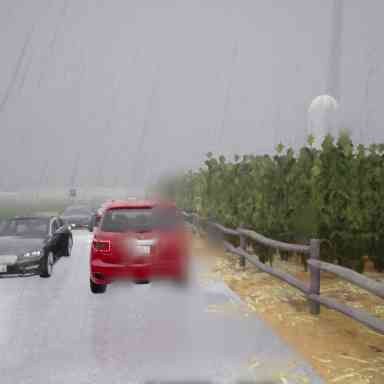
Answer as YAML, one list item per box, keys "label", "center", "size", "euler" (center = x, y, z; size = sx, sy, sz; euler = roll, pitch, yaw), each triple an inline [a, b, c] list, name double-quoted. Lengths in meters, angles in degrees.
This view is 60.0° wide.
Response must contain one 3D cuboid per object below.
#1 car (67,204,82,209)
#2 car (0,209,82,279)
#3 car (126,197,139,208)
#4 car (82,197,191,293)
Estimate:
- label: "car"
  center: [-6.678, 1.505, 19.922]
  size: [1.837, 1.490, 4.892]
  euler: [0, 0, -10]
- label: "car"
  center: [-4.868, 1.491, 10.037]
  size: [2.128, 1.511, 4.902]
  euler: [0, 0, -10]
- label: "car"
  center: [-8.938, 1.477, 49.839]
  size: [1.882, 1.535, 5.008]
  euler: [0, 0, -10]
- label: "car"
  center: [-1.450, 1.221, 9.107]
  size: [2.150, 2.045, 5.566]
  euler: [0, 0, -10]
